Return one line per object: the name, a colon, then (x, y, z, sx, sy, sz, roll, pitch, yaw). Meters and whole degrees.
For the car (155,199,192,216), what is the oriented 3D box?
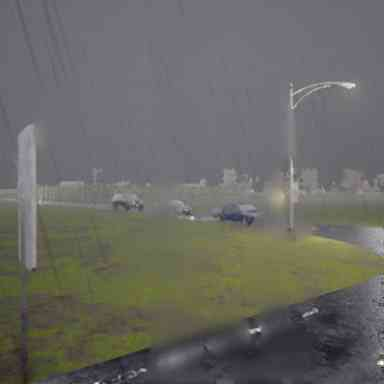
car: (-1.866, 1.515, 32.869, 1.837, 1.490, 4.892, 0, 0, -35)

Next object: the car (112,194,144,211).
car: (-8.096, 1.228, 41.545, 2.150, 2.045, 5.566, 0, 0, -37)

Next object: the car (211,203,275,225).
car: (3.590, 1.560, 24.653, 2.033, 1.411, 5.357, 0, 0, -33)
